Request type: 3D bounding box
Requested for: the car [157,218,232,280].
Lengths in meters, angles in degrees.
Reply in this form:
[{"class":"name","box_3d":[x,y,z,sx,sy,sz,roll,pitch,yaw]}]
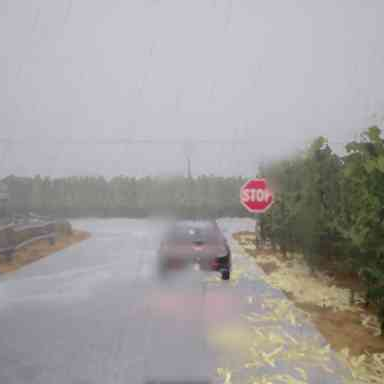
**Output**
[{"class":"car","box_3d":[0.073,1.528,10.021,2.128,1.511,4.902,0,0,0]}]
